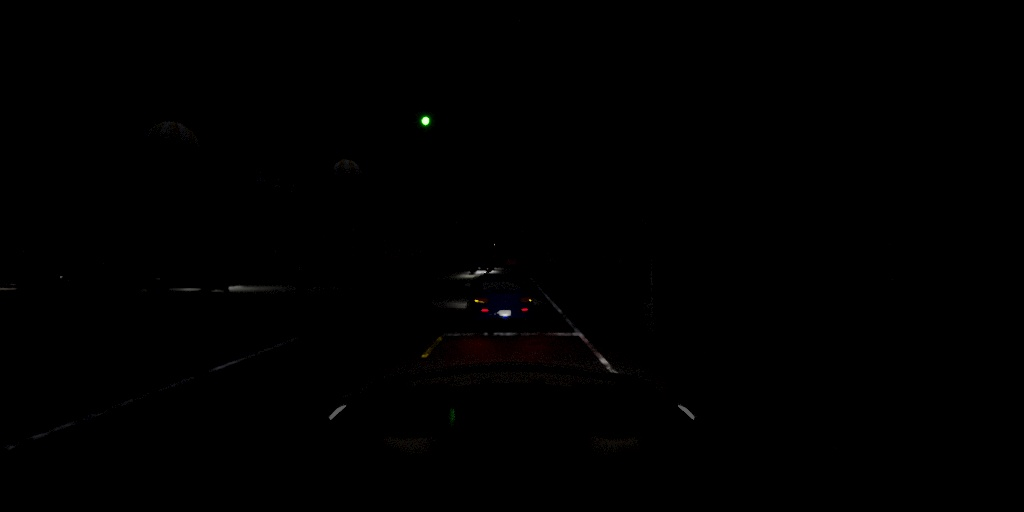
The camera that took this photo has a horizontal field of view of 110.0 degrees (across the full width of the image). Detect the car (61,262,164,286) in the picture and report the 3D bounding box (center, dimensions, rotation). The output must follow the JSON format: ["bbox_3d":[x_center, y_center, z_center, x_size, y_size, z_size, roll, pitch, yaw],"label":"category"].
[{"bbox_3d":[-23.128,1.081,20.969,4.902,1.511,2.128,1,0,-1],"label":"car"}]

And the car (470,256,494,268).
[{"bbox_3d":[-3.610,1.022,42.345,2.150,2.045,5.566,0,0,0],"label":"car"}]

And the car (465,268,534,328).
[{"bbox_3d":[-0.486,1.292,11.461,1.812,1.442,4.674,0,0,-8],"label":"car"}]

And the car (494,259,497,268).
[{"bbox_3d":[-3.596,1.407,52.117,1.895,1.301,4.718,0,0,0],"label":"car"}]
